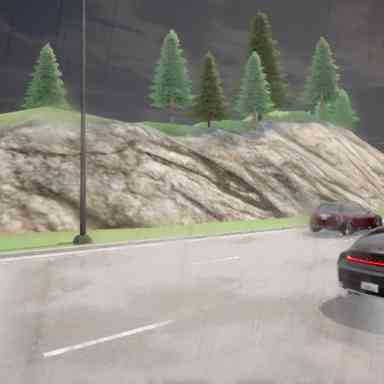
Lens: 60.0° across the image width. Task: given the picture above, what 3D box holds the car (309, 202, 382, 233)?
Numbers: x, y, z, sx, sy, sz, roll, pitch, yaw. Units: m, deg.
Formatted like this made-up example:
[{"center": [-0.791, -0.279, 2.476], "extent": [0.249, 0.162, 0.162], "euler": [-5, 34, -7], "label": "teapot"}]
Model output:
[{"center": [8.596, 1.352, 18.501], "extent": [4.553, 1.767, 2.097], "euler": [0, 0, -36], "label": "car"}]

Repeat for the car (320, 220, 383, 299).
[{"center": [5.200, 1.503, 7.466], "extent": [4.892, 1.490, 1.837], "euler": [1, 0, -36], "label": "car"}]
